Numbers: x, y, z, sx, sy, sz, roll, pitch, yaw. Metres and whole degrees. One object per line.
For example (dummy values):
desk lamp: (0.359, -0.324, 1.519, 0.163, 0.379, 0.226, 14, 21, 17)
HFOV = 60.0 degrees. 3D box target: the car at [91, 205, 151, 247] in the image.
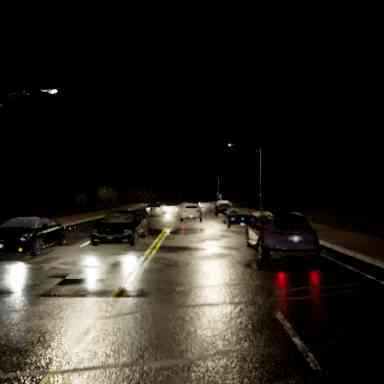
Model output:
car: (-3.343, 1.616, 16.040, 1.882, 1.535, 5.008, 0, 0, 0)

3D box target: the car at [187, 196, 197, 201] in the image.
car: (0.115, 1.951, 55.741, 1.882, 1.535, 5.008, 0, 0, 0)

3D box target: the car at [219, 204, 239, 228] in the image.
car: (3.263, 1.805, 23.729, 1.895, 1.301, 4.718, 0, 0, 0)

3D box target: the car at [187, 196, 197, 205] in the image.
car: (0.039, 1.852, 74.410, 2.150, 2.045, 5.566, 0, 0, 0)

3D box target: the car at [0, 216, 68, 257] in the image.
car: (-6.594, 1.680, 13.389, 1.994, 1.385, 4.181, 0, 0, 0)

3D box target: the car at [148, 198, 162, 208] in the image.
car: (-6.469, 1.885, 57.940, 2.097, 1.767, 4.553, 0, 0, 0)

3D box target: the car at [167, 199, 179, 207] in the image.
car: (-3.219, 1.850, 57.909, 1.994, 1.385, 4.181, 0, 0, 0)

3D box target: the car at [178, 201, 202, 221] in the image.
car: (-0.049, 1.780, 29.640, 1.812, 1.442, 4.674, 0, 0, 0)

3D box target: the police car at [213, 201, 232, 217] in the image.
police car: (3.269, 1.723, 34.810, 1.930, 1.638, 5.238, 0, 0, 0)

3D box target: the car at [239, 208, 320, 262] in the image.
car: (3.257, 1.542, 12.701, 2.033, 1.649, 4.856, 0, 0, 0)
